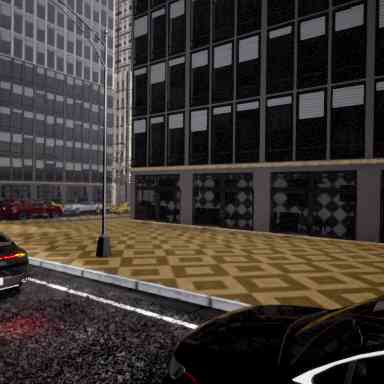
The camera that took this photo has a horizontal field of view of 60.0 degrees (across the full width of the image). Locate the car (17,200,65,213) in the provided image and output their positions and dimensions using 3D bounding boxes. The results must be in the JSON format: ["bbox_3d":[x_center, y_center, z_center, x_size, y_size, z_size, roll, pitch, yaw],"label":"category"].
[{"bbox_3d":[-17.636,1.643,39.063,1.752,1.417,4.829,1,0,37],"label":"car"}]

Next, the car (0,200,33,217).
[{"bbox_3d":[-18.738,1.618,33.229,1.837,1.490,4.892,1,0,37],"label":"car"}]

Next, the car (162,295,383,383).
[{"bbox_3d":[1.974,1.505,2.267,4.892,1.490,1.837,0,0,36],"label":"car"}]

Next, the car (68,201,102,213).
[{"bbox_3d":[-13.181,1.795,40.699,1.895,1.301,4.718,1,0,37],"label":"car"}]

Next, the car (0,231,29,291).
[{"bbox_3d":[-5.742,1.500,7.811,4.892,1.490,1.837,0,0,36],"label":"car"}]

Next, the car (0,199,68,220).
[{"bbox_3d":[-14.173,1.520,29.675,2.192,1.841,5.009,1,0,37],"label":"car"}]

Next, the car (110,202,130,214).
[{"bbox_3d":[-7.341,1.830,38.862,1.752,1.417,4.829,1,0,37],"label":"car"}]
